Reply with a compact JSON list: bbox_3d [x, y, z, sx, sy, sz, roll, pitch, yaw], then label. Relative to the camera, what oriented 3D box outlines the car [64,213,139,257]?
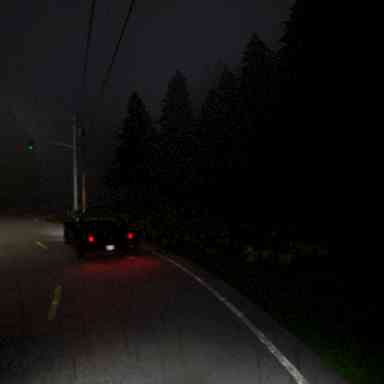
[{"bbox_3d":[-3.617,1.460,12.533,1.895,1.301,4.718,-1,1,-28],"label":"car"}]
